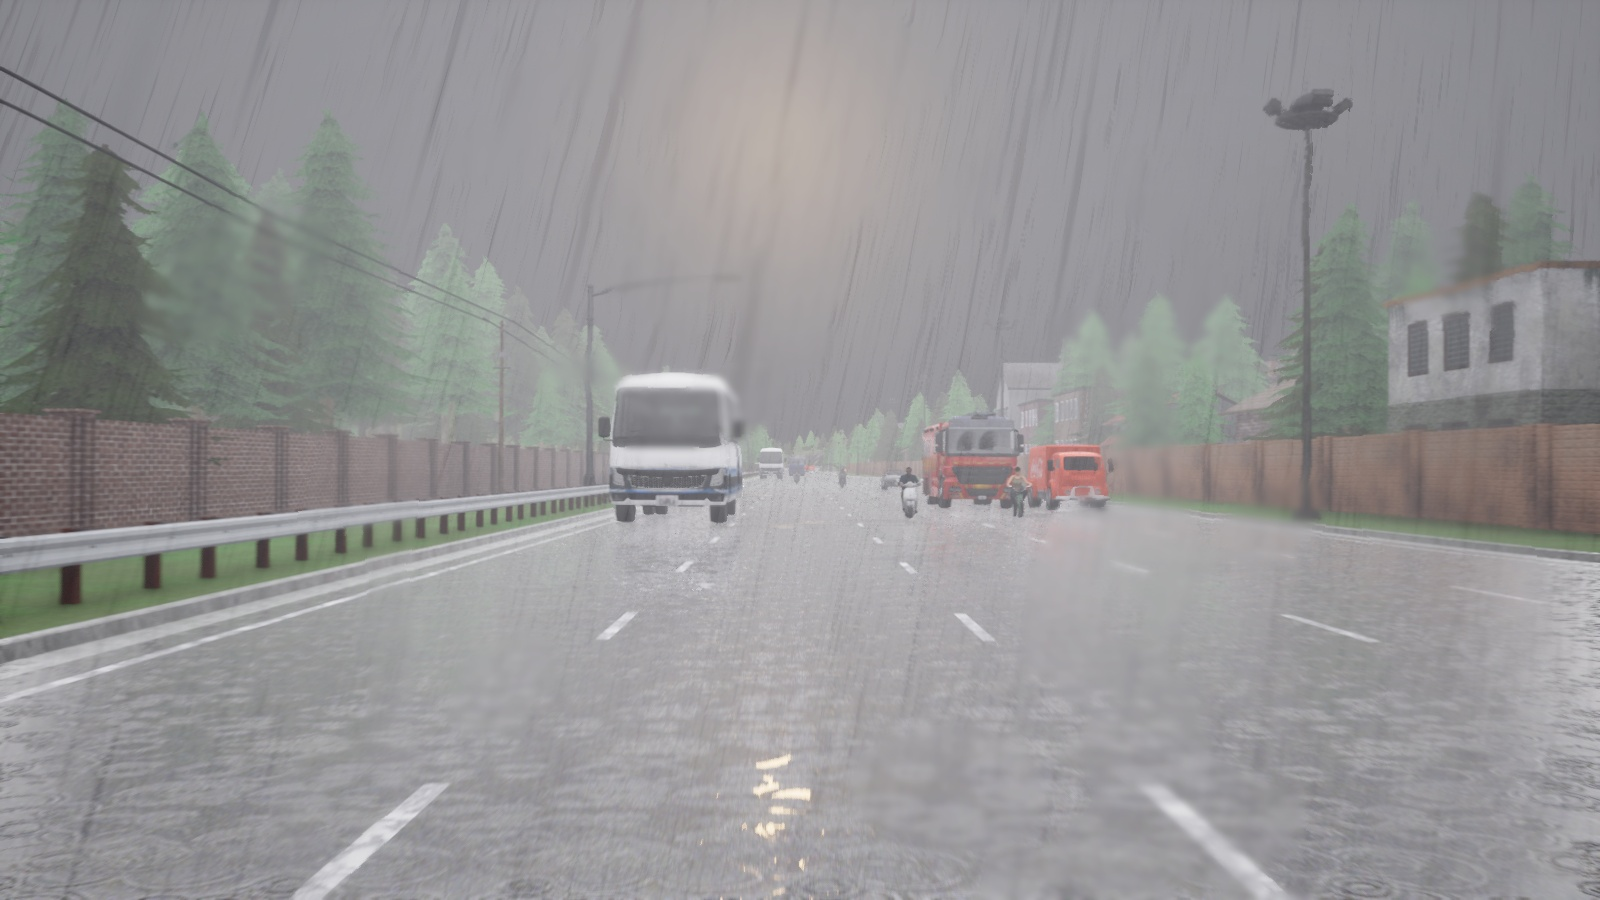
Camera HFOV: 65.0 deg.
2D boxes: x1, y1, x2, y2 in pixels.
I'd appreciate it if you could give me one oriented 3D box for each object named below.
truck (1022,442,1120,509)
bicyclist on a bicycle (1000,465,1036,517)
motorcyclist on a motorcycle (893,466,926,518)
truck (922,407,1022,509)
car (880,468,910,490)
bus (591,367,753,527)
[{"bbox_3d":[10.382,0.967,48.527,2.627,2.467,5.204,0,-1,0],"label":"truck"},{"bbox_3d":[6.910,1.281,39.796,0.866,1.612,1.509,0,-1,0],"label":"bicyclist on a bicycle"},{"bbox_3d":[3.406,1.305,39.320,0.866,1.590,1.817,0,-1,0],"label":"motorcyclist on a motorcycle"},{"bbox_3d":[6.873,0.344,51.459,2.891,3.827,8.468,0,-1,0],"label":"truck"},{"bbox_3d":[6.787,2.062,89.662,1.816,1.474,4.193,0,-1,0],"label":"car"},{"bbox_3d":[-3.597,-0.008,38.518,3.944,4.253,10.273,0,-1,0],"label":"bus"}]
